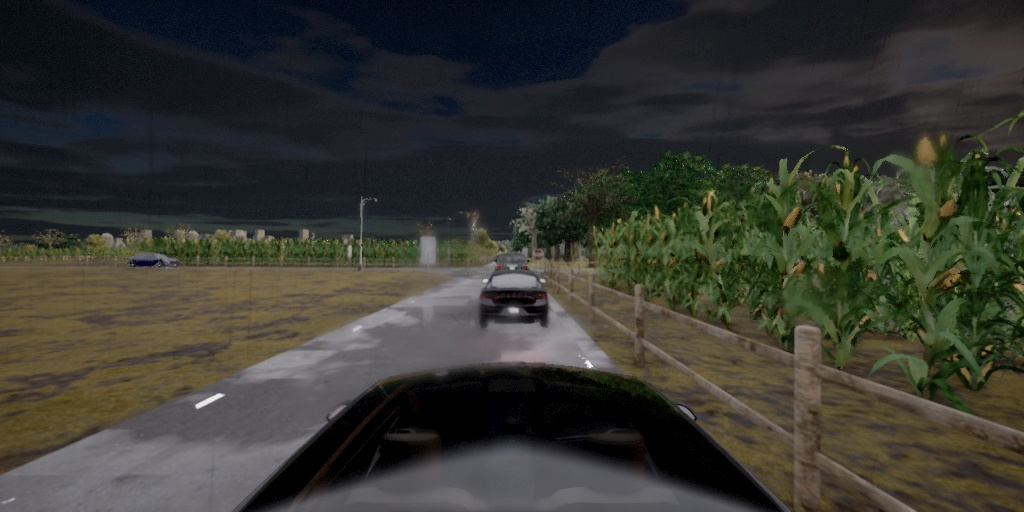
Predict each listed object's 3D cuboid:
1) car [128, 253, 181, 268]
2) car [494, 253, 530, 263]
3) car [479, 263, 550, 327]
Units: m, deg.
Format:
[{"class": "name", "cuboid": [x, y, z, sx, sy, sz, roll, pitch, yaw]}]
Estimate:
[{"class": "car", "cuboid": [-40.591, 0.459, 40.838, 4.553, 1.767, 2.097, 0, -1, 0]}, {"class": "car", "cuboid": [0.004, 0.813, 23.717, 2.150, 2.045, 5.566, 0, 0, 0]}, {"class": "car", "cuboid": [0.067, 1.159, 11.273, 1.882, 1.535, 5.008, 0, 1, 0]}]
